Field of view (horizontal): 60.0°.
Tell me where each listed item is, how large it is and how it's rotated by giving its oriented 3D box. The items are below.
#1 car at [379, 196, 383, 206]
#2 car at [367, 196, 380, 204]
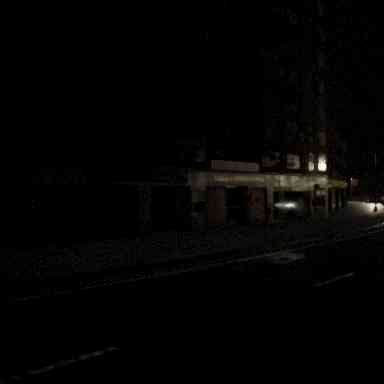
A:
[{"bbox_3d":[35.787,1.838,60.000,1.837,1.490,4.892,0,0,20],"label":"car"},{"bbox_3d":[41.046,1.746,74.146,2.097,1.767,4.553,0,0,20],"label":"car"}]
